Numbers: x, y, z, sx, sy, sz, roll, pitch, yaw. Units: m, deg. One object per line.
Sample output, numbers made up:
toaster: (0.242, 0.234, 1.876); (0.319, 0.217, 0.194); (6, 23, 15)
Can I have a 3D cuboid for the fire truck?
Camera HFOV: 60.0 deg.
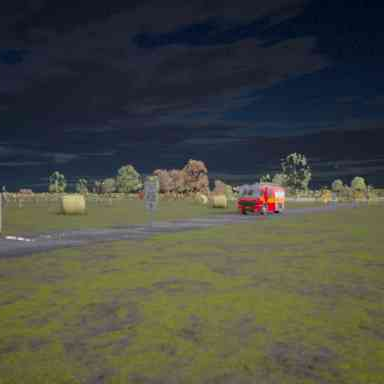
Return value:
fire truck: (8.875, 0.836, 41.832); (2.891, 3.827, 8.468); (-1, -1, 35)
